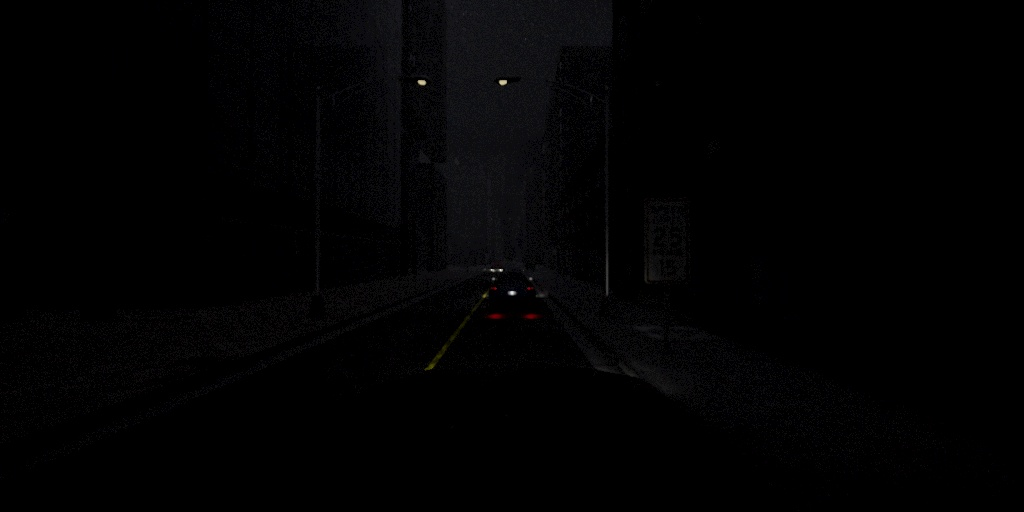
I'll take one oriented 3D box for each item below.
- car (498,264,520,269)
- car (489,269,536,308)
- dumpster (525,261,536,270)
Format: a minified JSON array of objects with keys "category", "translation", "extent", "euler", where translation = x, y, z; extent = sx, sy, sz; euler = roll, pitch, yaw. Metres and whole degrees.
[{"category":"car","translation":[0.005,1.627,30.962],"extent":[1.895,1.301,4.718],"euler":[0,-1,0]},{"category":"car","translation":[0.008,1.450,16.156],"extent":[1.994,1.385,4.181],"euler":[0,0,0]},{"category":"dumpster","translation":[3.142,1.723,61.962],"extent":[1.020,1.700,1.940],"euler":[0,0,0]}]
